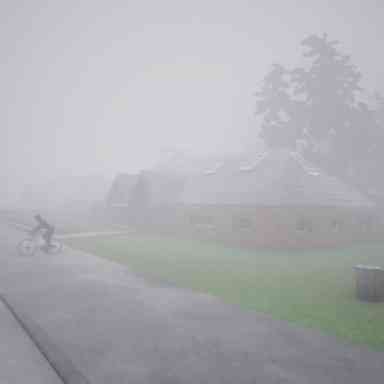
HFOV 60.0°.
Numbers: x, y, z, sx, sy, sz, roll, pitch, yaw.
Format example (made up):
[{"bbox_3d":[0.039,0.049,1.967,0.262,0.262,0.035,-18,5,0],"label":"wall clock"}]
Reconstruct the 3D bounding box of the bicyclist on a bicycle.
[{"bbox_3d":[-5.981,1.725,13.205,1.656,1.620,0.582,3,-3,-39],"label":"bicyclist on a bicycle"}]
